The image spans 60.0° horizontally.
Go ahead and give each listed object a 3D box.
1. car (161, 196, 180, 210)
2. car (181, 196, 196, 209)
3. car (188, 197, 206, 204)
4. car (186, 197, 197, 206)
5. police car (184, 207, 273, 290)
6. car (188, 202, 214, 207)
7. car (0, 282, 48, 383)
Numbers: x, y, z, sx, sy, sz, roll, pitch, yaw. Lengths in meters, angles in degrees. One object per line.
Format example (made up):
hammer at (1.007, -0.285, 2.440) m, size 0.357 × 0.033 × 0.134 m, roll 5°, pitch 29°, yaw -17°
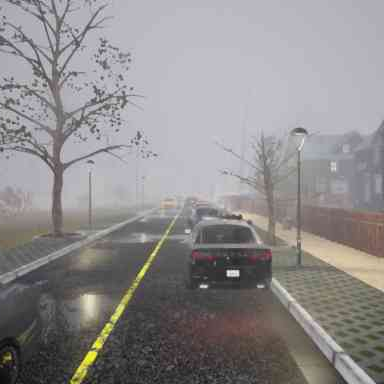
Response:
car at (-2.875, 1.491, 42.760) m, size 1.882 × 1.535 × 5.008 m, roll 0°, pitch 0°, yaw 0°
car at (-0.008, 1.368, 45.868) m, size 2.097 × 1.767 × 4.553 m, roll 0°, pitch 0°, yaw 0°
car at (0.810, 1.459, 25.320) m, size 1.801 × 1.575 × 5.366 m, roll 0°, pitch 0°, yaw 0°
car at (-0.034, 1.552, 56.959) m, size 1.812 × 1.442 × 4.674 m, roll 0°, pitch 0°, yaw 0°
police car at (0.820, 1.425, 9.240) m, size 1.930 × 1.638 × 5.238 m, roll 0°, pitch 0°, yaw 0°
car at (0.814, 1.528, 19.130) m, size 1.812 × 1.442 × 4.674 m, roll 0°, pitch 0°, yaw 0°
car at (-2.852, 1.547, 2.142) m, size 2.033 × 1.411 × 5.357 m, roll 0°, pitch 0°, yaw 0°
